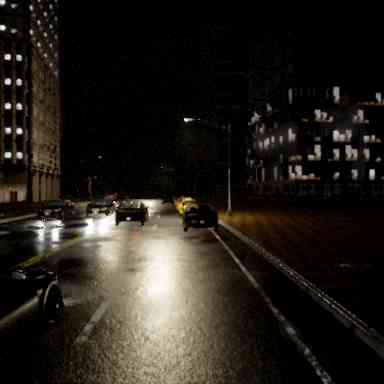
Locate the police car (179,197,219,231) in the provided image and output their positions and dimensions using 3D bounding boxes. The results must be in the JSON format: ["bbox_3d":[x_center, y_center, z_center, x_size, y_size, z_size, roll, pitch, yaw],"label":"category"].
[{"bbox_3d":[0.387,1.307,19.630,1.930,1.638,5.238,0,0,-3],"label":"police car"}]

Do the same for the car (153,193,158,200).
[{"bbox_3d":[-7.768,0.971,74.720,1.812,1.442,4.674,0,0,-12],"label":"car"}]

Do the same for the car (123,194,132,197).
[{"bbox_3d":[-13.512,1.109,69.959,1.812,1.442,4.674,0,0,-11],"label":"car"}]

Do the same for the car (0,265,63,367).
[{"bbox_3d":[-3.235,1.540,4.186,1.994,1.385,4.181,0,0,-1],"label":"car"}]

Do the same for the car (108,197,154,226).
[{"bbox_3d":[-3.949,1.360,22.251,2.128,1.511,4.902,0,0,-4],"label":"car"}]

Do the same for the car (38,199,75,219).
[{"bbox_3d":[-11.029,1.336,27.333,2.128,1.511,4.902,0,0,-5],"label":"car"}]

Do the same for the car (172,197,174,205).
[{"bbox_3d":[-0.889,1.243,35.914,1.801,1.575,5.366,0,0,-6],"label":"car"}]

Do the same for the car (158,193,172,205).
[{"bbox_3d":[-3.881,1.242,52.776,2.033,1.411,5.357,0,0,-9],"label":"car"}]

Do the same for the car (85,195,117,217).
[{"bbox_3d":[-7.894,1.325,28.897,2.128,1.511,4.902,0,0,-5],"label":"car"}]

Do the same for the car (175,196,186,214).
[{"bbox_3d":[-0.330,1.278,29.845,1.801,1.575,5.366,0,0,-5],"label":"car"}]

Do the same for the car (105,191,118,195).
[{"bbox_3d":[-16.488,0.846,68.241,2.150,2.045,5.566,0,0,-10],"label":"car"}]
